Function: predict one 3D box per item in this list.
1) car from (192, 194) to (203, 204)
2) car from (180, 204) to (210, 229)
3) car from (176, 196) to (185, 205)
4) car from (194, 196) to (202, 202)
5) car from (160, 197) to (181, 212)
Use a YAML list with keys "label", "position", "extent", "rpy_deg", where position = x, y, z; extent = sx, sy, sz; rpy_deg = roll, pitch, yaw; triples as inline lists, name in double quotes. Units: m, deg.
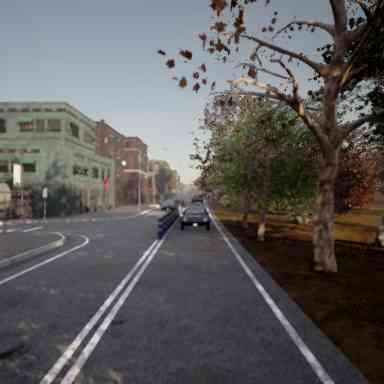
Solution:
- label: "car"
  position: [1.164, 1.427, 68.353]
  extent: [2.150, 2.045, 5.566]
  rpy_deg: [0, 0, 1]
- label: "car"
  position: [0.231, 1.732, 22.598]
  extent: [1.895, 1.301, 4.718]
  rpy_deg: [0, 0, 1]
- label: "car"
  position: [-2.418, 1.559, 58.229]
  extent: [2.097, 1.767, 4.553]
  rpy_deg: [0, 0, 2]
- label: "car"
  position: [1.434, 1.649, 78.772]
  extent: [1.895, 1.301, 4.718]
  rpy_deg: [0, 0, 1]
- label: "car"
  position: [-2.870, 1.735, 42.514]
  extent: [2.033, 1.411, 5.357]
  rpy_deg: [0, 0, 1]
